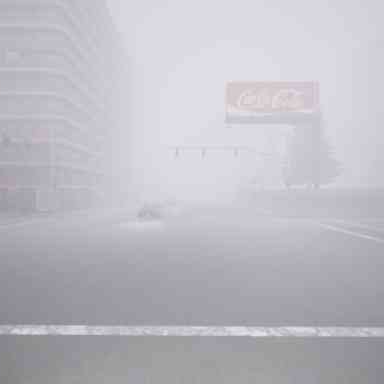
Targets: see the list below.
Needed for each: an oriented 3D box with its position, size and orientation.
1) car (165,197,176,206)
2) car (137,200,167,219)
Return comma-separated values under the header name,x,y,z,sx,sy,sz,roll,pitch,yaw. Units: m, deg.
name,x,y,z,sx,sy,sz,roll,pitch,yaw
car,-3.551,1.530,53.531,1.895,1.301,4.718,0,0,0
car,-3.527,1.585,28.725,1.895,1.301,4.718,0,0,0
